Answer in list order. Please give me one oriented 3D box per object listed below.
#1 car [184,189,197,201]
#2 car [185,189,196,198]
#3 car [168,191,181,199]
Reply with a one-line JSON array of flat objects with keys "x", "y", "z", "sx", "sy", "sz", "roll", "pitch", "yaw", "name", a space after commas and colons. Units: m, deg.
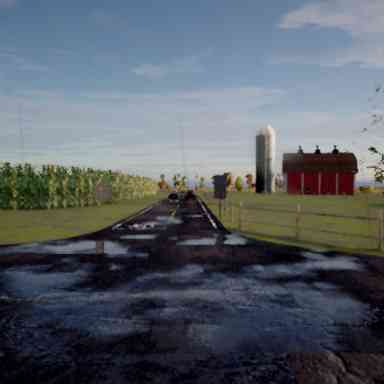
[{"x": -0.241, "y": 0.590, "z": 53.237, "sx": 1.837, "sy": 1.490, "sz": 4.892, "roll": 0, "pitch": 1, "yaw": 0, "name": "car"}, {"x": -0.291, "y": 0.269, "z": 63.639, "sx": 2.097, "sy": 1.767, "sz": 4.553, "roll": 0, "pitch": 1, "yaw": 0, "name": "car"}, {"x": -3.012, "y": 0.575, "z": 57.839, "sx": 1.994, "sy": 1.385, "sz": 4.181, "roll": 0, "pitch": 1, "yaw": 0, "name": "car"}]
